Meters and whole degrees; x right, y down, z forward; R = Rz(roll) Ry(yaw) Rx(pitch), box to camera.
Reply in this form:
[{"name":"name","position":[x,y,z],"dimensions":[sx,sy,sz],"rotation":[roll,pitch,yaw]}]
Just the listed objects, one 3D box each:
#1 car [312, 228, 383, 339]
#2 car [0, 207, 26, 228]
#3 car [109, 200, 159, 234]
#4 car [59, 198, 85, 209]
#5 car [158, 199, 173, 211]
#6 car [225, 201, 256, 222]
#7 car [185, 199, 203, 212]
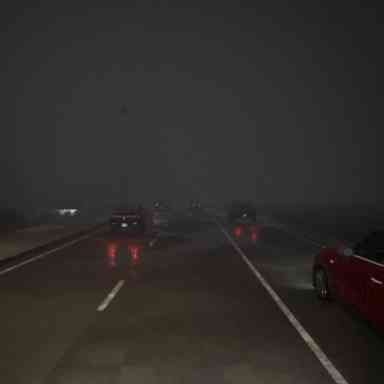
[{"name":"car","position":[3.633,1.337,5.308],"dimensions":[2.097,1.767,4.553],"rotation":[0,0,0]},{"name":"car","position":[-11.550,1.536,19.080],"dimensions":[1.895,1.301,4.718],"rotation":[0,0,0]},{"name":"car","position":[-3.348,1.431,18.947],"dimensions":[2.128,1.511,4.902],"rotation":[0,0,0]},{"name":"car","position":[-14.958,1.428,41.681],"dimensions":[1.994,1.385,4.181],"rotation":[0,0,0]},{"name":"car","position":[-3.295,1.478,39.210],"dimensions":[1.895,1.301,4.718],"rotation":[0,0,0]},{"name":"car","position":[3.669,1.415,25.448],"dimensions":[2.128,1.511,4.902],"rotation":[0,0,0]},{"name":"car","position":[0.200,1.433,37.288],"dimensions":[2.033,1.411,5.357],"rotation":[0,0,0]}]
